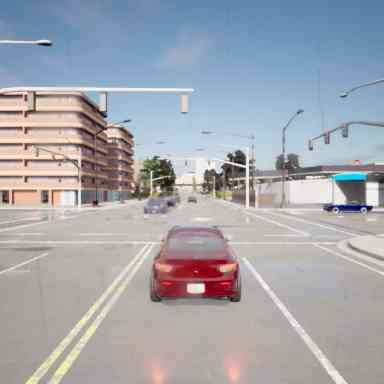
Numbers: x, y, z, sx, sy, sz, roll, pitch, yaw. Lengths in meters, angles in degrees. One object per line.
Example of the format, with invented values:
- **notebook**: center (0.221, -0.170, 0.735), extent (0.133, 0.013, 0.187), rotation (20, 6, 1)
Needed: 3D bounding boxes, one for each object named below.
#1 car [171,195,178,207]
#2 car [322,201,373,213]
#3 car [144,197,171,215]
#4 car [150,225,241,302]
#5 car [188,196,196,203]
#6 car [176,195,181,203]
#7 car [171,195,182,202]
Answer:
- **car**: center (-3.634, 1.601, 50.368), extent (1.895, 1.301, 4.718), rotation (0, 0, 0)
- **car**: center (16.508, 1.601, 35.464), extent (4.718, 1.301, 1.895), rotation (0, 0, 1)
- **car**: center (-3.622, 1.321, 33.781), extent (2.097, 1.767, 4.553), rotation (0, 0, 0)
- **car**: center (0.076, 1.526, 8.154), extent (1.812, 1.442, 4.674), rotation (0, 0, 0)
- **car**: center (0.017, 1.545, 71.347), extent (2.033, 1.411, 5.357), rotation (0, 0, 0)
- **car**: center (-3.580, 1.492, 66.245), extent (2.128, 1.511, 4.902), rotation (0, 0, 0)
- **car**: center (-3.559, 1.525, 76.822), extent (2.128, 1.511, 4.902), rotation (0, 0, 0)
